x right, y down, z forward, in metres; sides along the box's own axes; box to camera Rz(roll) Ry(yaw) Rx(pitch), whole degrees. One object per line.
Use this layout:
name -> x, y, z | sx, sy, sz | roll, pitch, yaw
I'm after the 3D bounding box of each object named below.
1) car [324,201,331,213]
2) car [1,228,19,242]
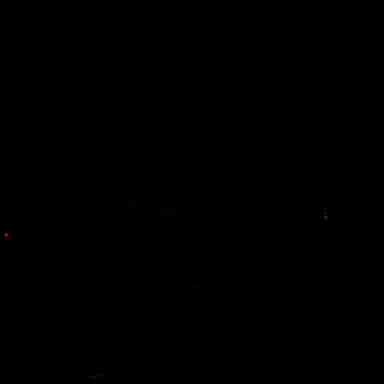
car -> 20.190, 2.064, 47.576 | 2.097, 1.767, 4.553 | -1, -1, 28
car -> -10.325, 1.908, 14.474 | 4.718, 1.301, 1.895 | 0, -1, -12
